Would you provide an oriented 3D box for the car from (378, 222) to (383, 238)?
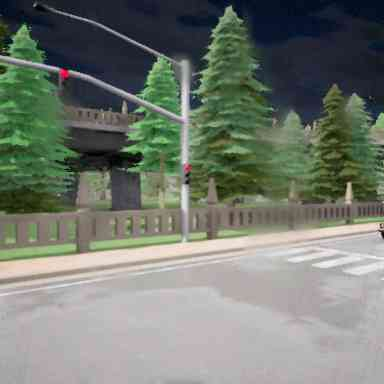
[{"bbox_3d":[11.040,1.641,16.109,4.718,1.301,1.895,0,0,-35],"label":"car"}]
